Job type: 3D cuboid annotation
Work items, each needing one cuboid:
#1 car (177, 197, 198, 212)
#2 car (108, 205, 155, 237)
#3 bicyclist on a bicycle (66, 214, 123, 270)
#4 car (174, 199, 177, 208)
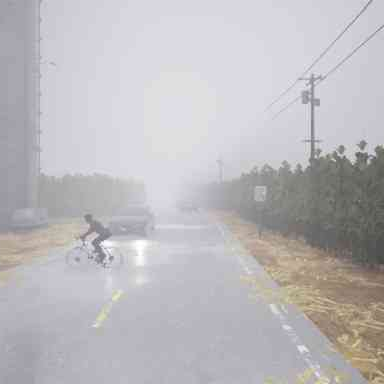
[{"bbox_3d":[-0.427,1.563,39.393,1.994,1.385,4.181,0,0,-5],"label":"car"},{"bbox_3d":[-3.183,1.500,18.182,1.837,1.490,4.892,0,1,1],"label":"car"},{"bbox_3d":[-2.814,1.453,9.574,1.656,1.620,0.582,-1,0,0],"label":"bicyclist on a bicycle"},{"bbox_3d":[-1.566,1.505,49.482,1.837,1.490,4.892,0,0,-8],"label":"car"}]
